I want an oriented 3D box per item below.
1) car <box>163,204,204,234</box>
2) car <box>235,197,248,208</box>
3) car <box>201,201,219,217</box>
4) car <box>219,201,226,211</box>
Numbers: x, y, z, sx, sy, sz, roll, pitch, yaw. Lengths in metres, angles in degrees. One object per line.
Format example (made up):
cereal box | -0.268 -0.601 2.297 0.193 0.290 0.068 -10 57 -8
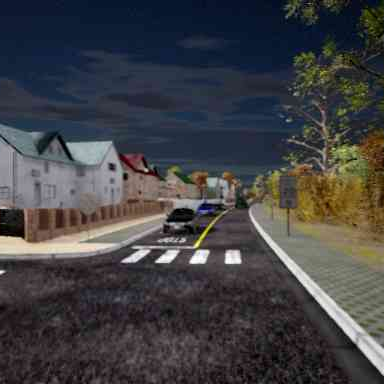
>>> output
car | -0.556 1.724 20.797 1.812 1.442 4.674 -1 -1 7
car | 9.113 1.875 61.486 2.150 2.045 5.566 -1 -1 12
car | 1.631 1.897 36.571 1.812 1.442 4.674 -1 -1 9
car | 3.971 2.112 50.237 1.994 1.385 4.181 -1 -1 11
